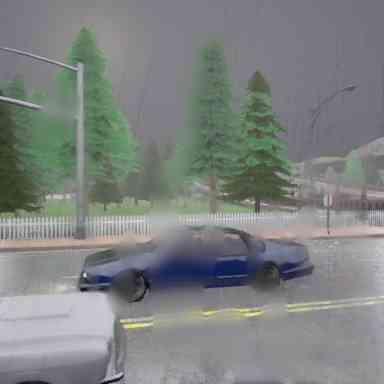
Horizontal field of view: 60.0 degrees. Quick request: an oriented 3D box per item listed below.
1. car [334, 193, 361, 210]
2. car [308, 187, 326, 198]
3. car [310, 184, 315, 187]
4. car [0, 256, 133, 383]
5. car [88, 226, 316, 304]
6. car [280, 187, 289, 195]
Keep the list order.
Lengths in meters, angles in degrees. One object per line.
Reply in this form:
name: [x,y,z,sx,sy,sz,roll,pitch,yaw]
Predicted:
car: [20.489,1.126,42.458,2.150,2.045,5.566,0,1,-16]
car: [22.856,0.447,60.149,1.994,1.385,4.181,0,6,-15]
car: [25.944,-1.239,75.398,2.128,1.511,4.902,0,7,-16]
car: [-3.061,1.601,3.279,4.718,1.301,1.895,0,0,-14]
car: [0.168,1.547,7.900,5.357,1.411,2.033,0,0,-14]
car: [17.686,-0.317,65.841,1.994,1.385,4.181,0,7,-15]
